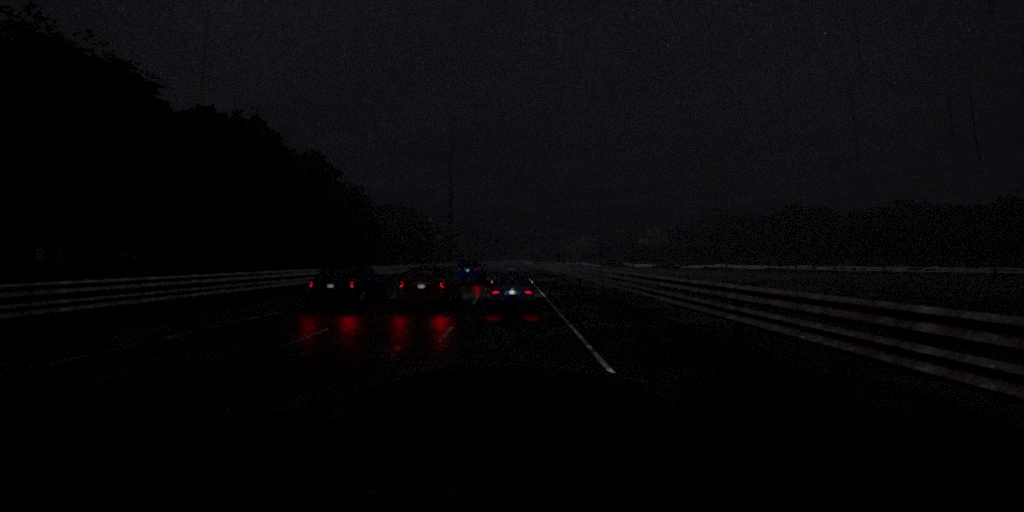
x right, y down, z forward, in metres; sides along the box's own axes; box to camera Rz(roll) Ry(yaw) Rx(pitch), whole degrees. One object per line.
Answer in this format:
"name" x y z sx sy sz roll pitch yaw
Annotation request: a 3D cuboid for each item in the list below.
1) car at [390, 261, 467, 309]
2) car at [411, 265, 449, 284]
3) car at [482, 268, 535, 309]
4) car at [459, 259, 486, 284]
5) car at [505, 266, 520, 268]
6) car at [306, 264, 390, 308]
"car" -3.489 1.231 15.937 2.097 1.767 4.553 0 -1 0
"car" -6.992 1.534 31.150 2.128 1.511 4.902 0 0 0
"car" 0.003 1.434 15.844 2.033 1.411 5.357 0 -1 0
"car" -3.495 1.255 30.876 2.150 2.045 5.566 0 0 0
"car" 0.010 1.568 31.257 1.812 1.442 4.674 0 0 0
"car" -6.988 1.218 15.931 2.097 1.767 4.553 0 -1 0
